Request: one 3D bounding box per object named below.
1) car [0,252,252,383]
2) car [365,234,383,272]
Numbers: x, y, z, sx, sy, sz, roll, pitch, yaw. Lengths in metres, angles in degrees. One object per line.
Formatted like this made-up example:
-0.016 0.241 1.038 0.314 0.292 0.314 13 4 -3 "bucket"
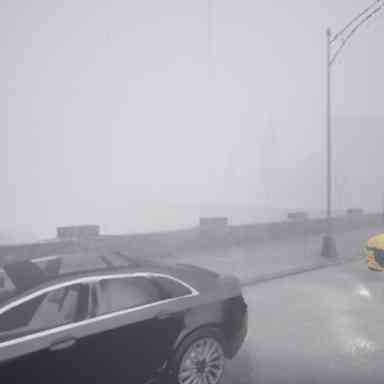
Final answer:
-1.544 1.489 3.505 4.902 1.511 2.128 0 0 -36 "car"
6.920 1.428 9.535 5.008 1.535 1.882 0 0 -36 "car"
